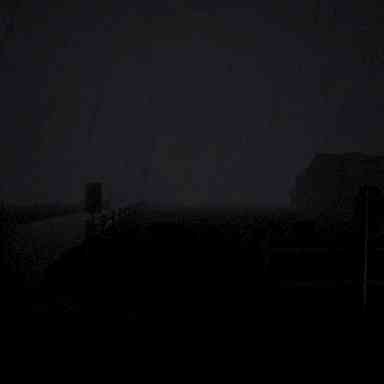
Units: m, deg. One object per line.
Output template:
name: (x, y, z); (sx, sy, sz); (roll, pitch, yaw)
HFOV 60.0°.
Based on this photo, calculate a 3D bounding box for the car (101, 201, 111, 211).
car: (-13.690, 2.104, 51.507); (2.033, 1.411, 5.357); (1, -1, -6)
